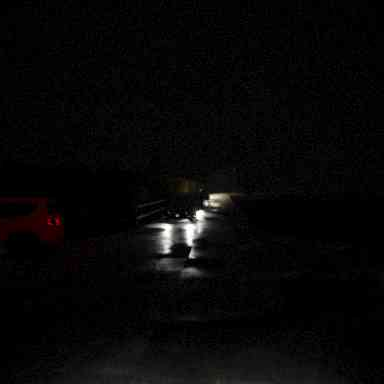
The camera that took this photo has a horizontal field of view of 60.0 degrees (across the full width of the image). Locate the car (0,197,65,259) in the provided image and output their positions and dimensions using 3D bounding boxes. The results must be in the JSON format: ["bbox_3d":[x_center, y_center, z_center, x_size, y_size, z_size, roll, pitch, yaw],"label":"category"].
[{"bbox_3d":[-7.388,1.230,11.584,5.566,2.045,2.150,0,0,-17],"label":"car"}]

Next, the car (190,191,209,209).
[{"bbox_3d":[0.338,0.978,34.974,2.128,1.511,4.902,0,1,5],"label":"car"}]

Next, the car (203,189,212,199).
[{"bbox_3d":[1.725,0.681,52.077,1.994,1.385,4.181,0,1,5],"label":"car"}]

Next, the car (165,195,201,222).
[{"bbox_3d":[-0.665,1.201,23.202,1.837,1.490,4.892,0,1,6],"label":"car"}]

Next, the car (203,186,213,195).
[{"bbox_3d":[3.788,-0.332,77.488,2.150,2.045,5.566,0,1,5],"label":"car"}]
